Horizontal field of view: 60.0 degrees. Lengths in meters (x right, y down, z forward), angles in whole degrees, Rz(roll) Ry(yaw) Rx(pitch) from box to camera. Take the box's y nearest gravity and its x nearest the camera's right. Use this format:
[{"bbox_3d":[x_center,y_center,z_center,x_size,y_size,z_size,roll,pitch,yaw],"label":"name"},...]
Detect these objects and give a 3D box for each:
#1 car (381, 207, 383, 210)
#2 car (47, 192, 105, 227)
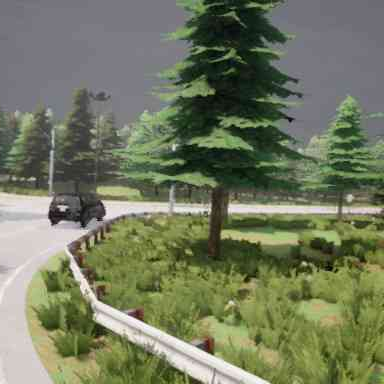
[{"bbox_3d":[28.412,2.527,46.052,5.357,1.411,2.033,2,3,-28],"label":"car"},{"bbox_3d":[-7.423,1.014,21.874,2.150,2.045,5.566,4,2,1],"label":"car"}]
